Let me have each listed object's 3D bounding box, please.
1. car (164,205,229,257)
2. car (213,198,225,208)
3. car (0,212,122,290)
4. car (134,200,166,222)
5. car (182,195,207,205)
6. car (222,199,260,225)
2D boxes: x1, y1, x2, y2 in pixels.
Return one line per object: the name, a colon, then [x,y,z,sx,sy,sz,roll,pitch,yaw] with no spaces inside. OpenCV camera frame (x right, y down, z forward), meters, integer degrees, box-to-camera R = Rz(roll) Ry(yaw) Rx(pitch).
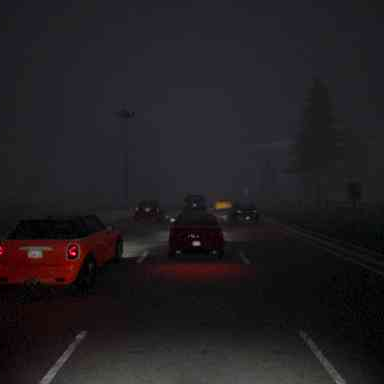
car: [0.151,1.494,13.059,1.882,1.535,5.008,0,0,0]
car: [3.717,1.532,41.294,1.882,1.535,5.008,0,0,0]
car: [-3.356,1.360,9.247,2.097,1.767,4.553,0,0,0]
car: [-3.297,1.382,26.814,2.097,1.767,4.553,0,0,0]
car: [0.223,1.261,31.926,2.150,2.045,5.566,0,0,0]
car: [3.692,1.525,24.428,2.128,1.511,4.902,0,0,0]
